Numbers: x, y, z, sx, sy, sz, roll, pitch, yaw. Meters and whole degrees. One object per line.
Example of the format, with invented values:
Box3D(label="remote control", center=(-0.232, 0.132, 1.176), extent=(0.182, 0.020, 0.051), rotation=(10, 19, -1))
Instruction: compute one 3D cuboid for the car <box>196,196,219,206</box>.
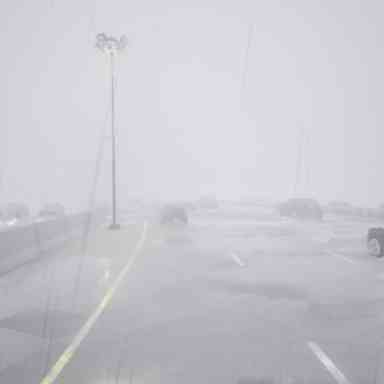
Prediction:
Box3D(label="car", center=(2.431, 1.480, 54.268), extent=(2.128, 1.511, 4.902), rotation=(-1, 0, -18))

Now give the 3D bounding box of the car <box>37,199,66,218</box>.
Box3D(label="car", center=(-14.100, 1.779, 33.728), extent=(2.033, 1.411, 5.357), rotation=(-1, 0, -12))

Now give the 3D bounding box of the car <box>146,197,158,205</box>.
Box3D(label="car", center=(-7.584, 1.623, 61.821), extent=(1.882, 1.535, 5.008), rotation=(0, 0, -22))

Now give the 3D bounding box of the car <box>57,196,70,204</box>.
Box3D(label="car", center=(-28.061, 1.759, 72.685), extent=(2.128, 1.511, 4.902), rotation=(-1, 0, -27))

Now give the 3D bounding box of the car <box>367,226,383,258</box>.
Box3D(label="car", center=(6.982, 1.375, 9.337), extent=(1.882, 1.535, 5.008), rotation=(0, 0, -3))

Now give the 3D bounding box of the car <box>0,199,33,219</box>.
Box3D(label="car", center=(-17.523, 1.774, 32.833), extent=(2.128, 1.511, 4.902), rotation=(-1, 0, -12))

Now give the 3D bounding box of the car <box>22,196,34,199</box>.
Box3D(label="car", center=(-34.886, 1.683, 70.616), extent=(1.837, 1.490, 4.892), rotation=(-1, 0, -28))

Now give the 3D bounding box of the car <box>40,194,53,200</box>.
Box3D(label="car", center=(-31.151, 1.508, 71.032), extent=(2.150, 2.045, 5.566), rotation=(-1, 0, -27))

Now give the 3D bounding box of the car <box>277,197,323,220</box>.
Box3D(label="car", center=(8.664, 1.232, 27.149), extent=(2.097, 1.767, 4.553), rotation=(-1, 0, -9))

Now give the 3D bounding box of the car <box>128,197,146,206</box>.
Box3D(label="car", center=(-10.090, 1.674, 58.533), extent=(2.128, 1.511, 4.902), rotation=(-1, 0, -21))

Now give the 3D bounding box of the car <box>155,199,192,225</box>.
Box3D(label="car", center=(-1.475, 1.540, 24.541), extent=(1.837, 1.490, 4.892), rotation=(0, 0, -9))

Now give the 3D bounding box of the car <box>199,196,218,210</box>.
Box3D(label="car", center=(1.796, 1.345, 43.605), extent=(2.097, 1.767, 4.553), rotation=(-1, 0, -15))

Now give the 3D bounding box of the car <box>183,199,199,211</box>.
Box3D(label="car", center=(-0.899, 1.559, 40.137), extent=(1.812, 1.442, 4.674), rotation=(0, 0, -14))
